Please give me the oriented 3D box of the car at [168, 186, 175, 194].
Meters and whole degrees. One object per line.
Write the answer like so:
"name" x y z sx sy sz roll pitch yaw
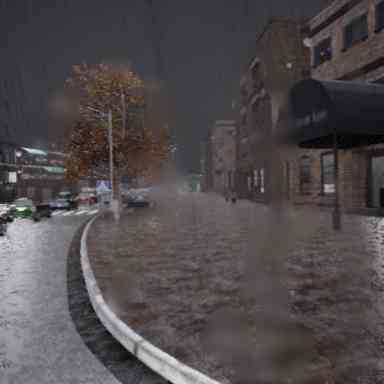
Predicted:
"car" -6.827 0.109 71.820 4.792 1.488 2.163 -1 2 3

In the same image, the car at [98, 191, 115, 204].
"car" -11.080 0.970 45.572 1.994 1.385 4.181 -1 1 -4

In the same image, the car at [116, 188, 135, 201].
"car" -11.602 0.305 58.238 2.150 2.045 5.566 -1 2 -1

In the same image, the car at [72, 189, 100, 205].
"car" -14.229 0.812 45.329 2.097 1.767 4.553 -1 1 -3

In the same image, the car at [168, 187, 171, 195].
"car" -6.935 0.364 63.504 4.792 1.488 2.163 -1 2 1

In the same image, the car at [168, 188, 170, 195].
"car" -6.990 0.445 60.776 4.792 1.488 2.163 -1 2 0

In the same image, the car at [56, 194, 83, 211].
"car" -13.469 1.240 35.418 1.994 1.385 4.181 -1 1 -4

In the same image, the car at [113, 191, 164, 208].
"car" -5.821 1.019 36.308 4.892 1.521 2.231 -1 1 -4

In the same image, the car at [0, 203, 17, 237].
"car" -9.879 1.525 15.120 2.128 1.511 4.902 -1 1 -16

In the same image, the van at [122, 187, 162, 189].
"van" -6.302 0.675 41.794 4.442 1.987 1.878 -1 1 -4

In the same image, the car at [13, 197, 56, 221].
"car" -12.280 1.215 25.429 2.097 1.767 4.553 -1 1 -8

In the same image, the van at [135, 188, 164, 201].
"van" -6.675 0.412 52.586 4.442 1.987 1.878 -1 2 -2

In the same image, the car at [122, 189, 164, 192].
"car" -5.969 0.833 39.056 4.553 1.767 2.185 -1 1 -4

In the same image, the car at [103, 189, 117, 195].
"car" -22.071 -0.008 89.554 2.002 1.452 4.674 -1 1 6

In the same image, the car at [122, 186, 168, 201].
"car" -6.347 0.587 44.541 5.566 2.045 2.435 -1 1 -3

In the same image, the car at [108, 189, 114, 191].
"car" -14.670 0.721 55.212 1.837 1.490 4.892 -1 2 -1

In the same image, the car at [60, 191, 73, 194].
"car" -23.566 0.662 61.910 2.097 1.535 5.008 -1 2 1

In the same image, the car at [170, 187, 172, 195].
"car" -6.945 0.254 66.234 4.892 1.521 2.231 -1 2 1
